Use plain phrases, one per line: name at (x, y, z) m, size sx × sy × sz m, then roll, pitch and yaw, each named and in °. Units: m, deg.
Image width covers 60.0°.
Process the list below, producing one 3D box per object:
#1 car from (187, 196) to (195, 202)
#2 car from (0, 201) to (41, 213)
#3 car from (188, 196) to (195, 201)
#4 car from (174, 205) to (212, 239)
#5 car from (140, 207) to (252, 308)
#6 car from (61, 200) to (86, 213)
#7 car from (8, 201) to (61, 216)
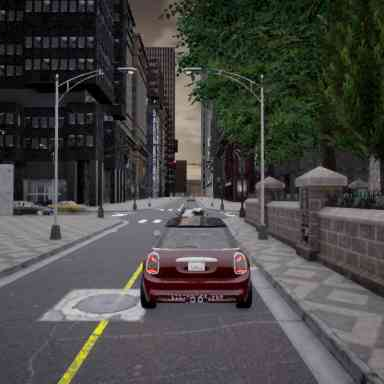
car at (-0.221, 1.731, 79.689) m, size 2.033 × 1.411 × 5.357 m, roll 0°, pitch 0°, yaw 0°
car at (-20.219, 1.708, 38.653) m, size 4.403 × 1.369 × 2.008 m, roll 0°, pitch -1°, yaw 0°
car at (-0.250, 1.710, 90.108) m, size 1.812 × 1.442 × 4.674 m, roll 0°, pitch 0°, yaw 0°
car at (0.047, 1.541, 18.197) m, size 1.812 × 1.442 × 4.674 m, roll 0°, pitch 0°, yaw 0°
car at (0.076, 1.357, 8.070) m, size 2.097 × 1.767 × 4.553 m, roll 0°, pitch 0°, yaw 0°
car at (-14.876, 1.676, 38.639) m, size 4.829 × 1.417 × 1.752 m, roll 0°, pitch -1°, yaw 0°
car at (-14.721, 1.517, 30.115) m, size 4.403 × 1.369 × 2.008 m, roll 0°, pitch -1°, yaw 0°
